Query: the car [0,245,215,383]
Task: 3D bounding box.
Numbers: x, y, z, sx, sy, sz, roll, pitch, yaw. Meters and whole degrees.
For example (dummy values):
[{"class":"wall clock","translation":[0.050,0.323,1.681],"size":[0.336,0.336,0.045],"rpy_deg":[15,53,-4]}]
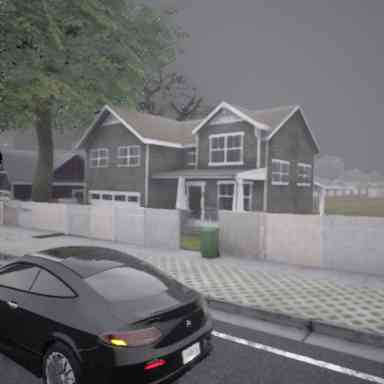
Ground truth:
[{"class":"car","translation":[-1.874,1.537,4.879],"size":[4.674,1.442,1.812],"rpy_deg":[0,0,36]}]
